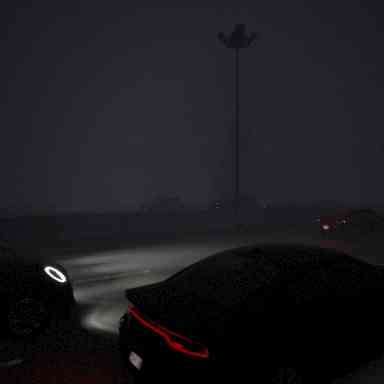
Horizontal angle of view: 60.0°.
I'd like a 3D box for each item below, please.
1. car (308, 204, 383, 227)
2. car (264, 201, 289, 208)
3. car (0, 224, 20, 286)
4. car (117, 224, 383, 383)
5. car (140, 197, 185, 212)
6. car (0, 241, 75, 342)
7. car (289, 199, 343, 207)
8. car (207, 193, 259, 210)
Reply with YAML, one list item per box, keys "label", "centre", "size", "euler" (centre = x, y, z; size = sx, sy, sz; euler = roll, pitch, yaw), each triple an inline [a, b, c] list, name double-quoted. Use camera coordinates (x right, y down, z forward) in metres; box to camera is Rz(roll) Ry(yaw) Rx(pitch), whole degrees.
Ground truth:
- label: "car"
  centre: [8.380, 1.492, 16.888]
  size: [4.674, 1.442, 1.812]
  euler: [0, 0, -29]
- label: "car"
  centre: [9.460, 1.534, 33.353]
  size: [4.718, 1.301, 1.895]
  euler: [0, 0, -25]
- label: "car"
  centre: [-6.673, 1.583, 7.509]
  size: [4.718, 1.301, 1.895]
  euler: [0, 0, -36]
- label: "car"
  centre: [1.501, 1.468, 4.622]
  size: [5.008, 1.535, 1.882]
  euler: [0, 0, -34]
- label: "car"
  centre: [-3.142, 1.279, 34.706]
  size: [4.553, 1.767, 2.097]
  euler: [0, 0, -29]
- label: "car"
  centre: [-4.195, 1.341, 4.943]
  size: [4.553, 1.767, 2.097]
  euler: [0, 0, -36]
- label: "car"
  centre: [11.784, 1.417, 30.550]
  size: [5.008, 1.535, 1.882]
  euler: [0, 0, -25]
- label: "car"
  centre: [4.347, 1.150, 34.757]
  size: [5.566, 2.045, 2.150]
  euler: [0, 0, -27]
